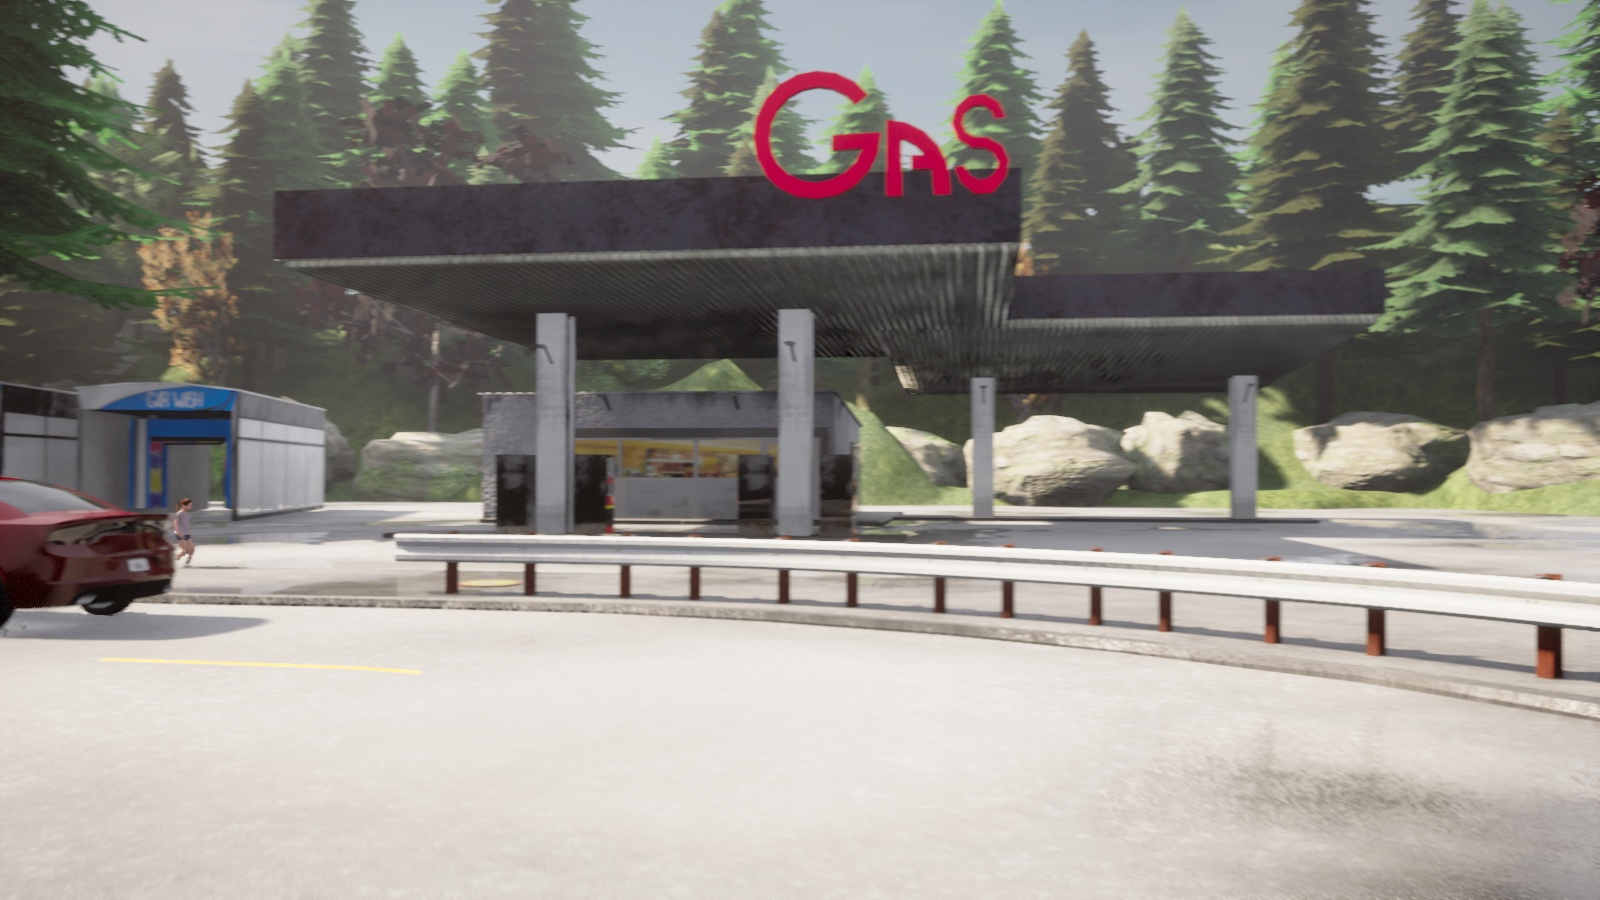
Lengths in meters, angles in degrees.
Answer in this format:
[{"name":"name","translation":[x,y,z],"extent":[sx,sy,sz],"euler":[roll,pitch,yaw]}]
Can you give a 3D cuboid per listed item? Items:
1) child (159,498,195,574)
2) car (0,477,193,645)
[{"name":"child","translation":[-9.235,1.265,18.618],"extent":[0.394,1.110,0.255],"euler":[0,-1,3]},{"name":"car","translation":[-9.103,1.058,12.898],"extent":[5.008,1.535,1.882],"euler":[0,-1,10]}]
